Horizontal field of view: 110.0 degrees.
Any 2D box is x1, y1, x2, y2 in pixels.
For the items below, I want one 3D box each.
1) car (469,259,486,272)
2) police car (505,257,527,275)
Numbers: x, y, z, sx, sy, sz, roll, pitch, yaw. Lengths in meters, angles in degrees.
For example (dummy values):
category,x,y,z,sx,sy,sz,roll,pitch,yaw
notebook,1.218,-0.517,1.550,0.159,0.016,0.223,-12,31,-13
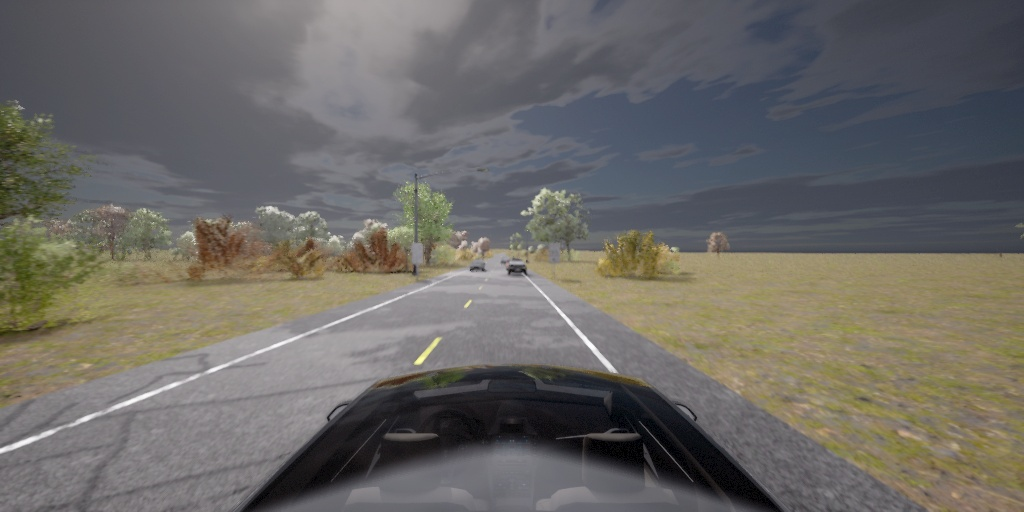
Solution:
category,x,y,z,sx,sy,sz,roll,pitch,yaw
car,-4.282,1.177,45.159,1.837,1.490,4.892,0,0,-1
police car,0.514,1.106,37.260,1.930,1.638,5.238,0,0,-1
